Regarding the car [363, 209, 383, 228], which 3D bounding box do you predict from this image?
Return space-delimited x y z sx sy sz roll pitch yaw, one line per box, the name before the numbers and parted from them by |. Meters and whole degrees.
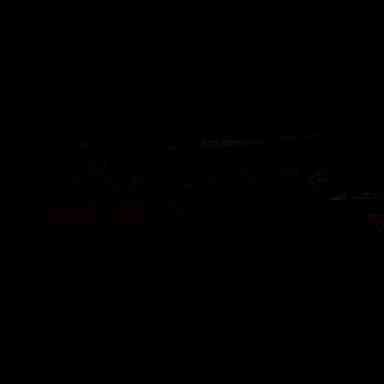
car | 13.948 1.840 23.218 1.882 1.535 5.008 -1 -2 -1
